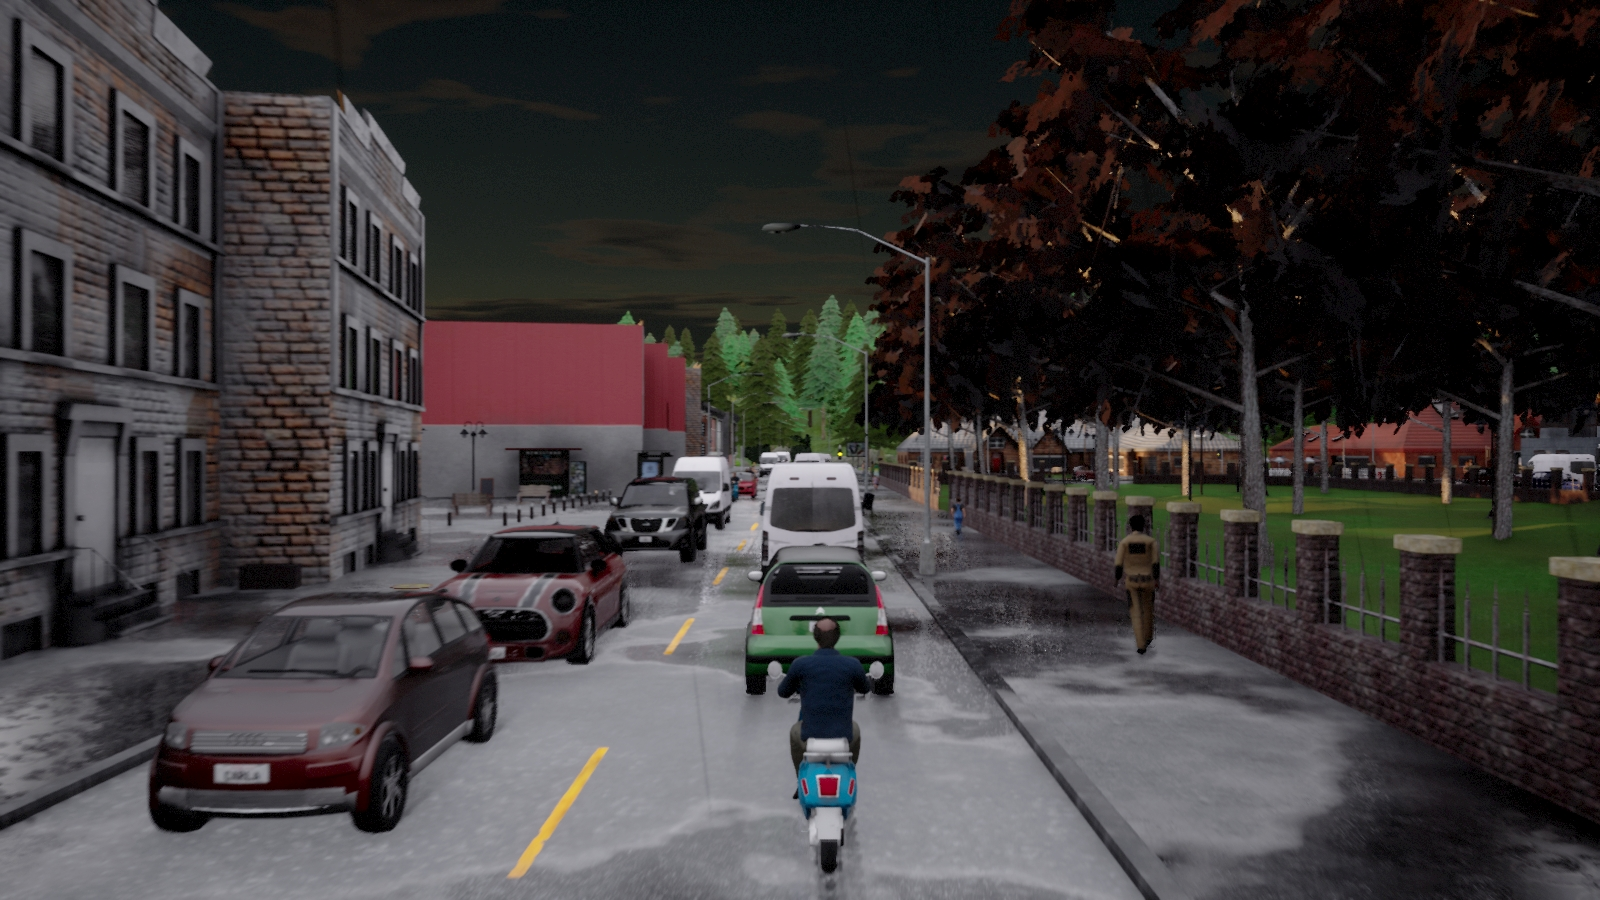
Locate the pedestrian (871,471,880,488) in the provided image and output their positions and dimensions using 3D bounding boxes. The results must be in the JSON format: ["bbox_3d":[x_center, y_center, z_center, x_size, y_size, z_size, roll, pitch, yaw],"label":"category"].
[{"bbox_3d":[4.964,1.920,75.150,0.500,1.100,0.500,0,0,-6],"label":"pedestrian"}]

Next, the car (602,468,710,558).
[{"bbox_3d":[-3.687,1.561,30.369,2.150,2.045,5.566,0,0,0],"label":"car"}]

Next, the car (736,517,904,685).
[{"bbox_3d":[0.223,1.783,14.593,1.851,1.617,3.988,0,0,0],"label":"car"}]

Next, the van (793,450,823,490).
[{"bbox_3d":[0.527,1.327,77.087,1.988,2.561,5.915,0,-1,0],"label":"van"}]

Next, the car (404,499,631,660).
[{"bbox_3d":[-3.809,1.688,16.317,2.097,1.767,4.553,0,0,0],"label":"car"}]

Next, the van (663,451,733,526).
[{"bbox_3d":[-3.670,1.322,42.108,1.988,2.561,5.915,0,0,0],"label":"van"}]

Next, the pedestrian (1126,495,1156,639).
[{"bbox_3d":[4.495,1.529,15.068,0.375,1.860,0.375,0,0,16],"label":"pedestrian"}]

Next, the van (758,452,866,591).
[{"bbox_3d":[0.242,1.319,24.048,1.988,2.561,5.915,0,0,0],"label":"van"}]

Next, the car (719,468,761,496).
[{"bbox_3d":[-3.520,1.851,67.966,2.231,1.480,4.892,0,1,0],"label":"car"}]

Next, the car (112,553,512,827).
[{"bbox_3d":[-3.806,1.809,9.669,1.789,1.549,3.705,0,0,0],"label":"car"}]

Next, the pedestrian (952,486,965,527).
[{"bbox_3d":[5.100,1.814,36.763,0.375,1.300,0.375,0,0,0],"label":"pedestrian"}]

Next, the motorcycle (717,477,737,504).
[{"bbox_3d":[-3.584,1.995,56.365,0.867,1.251,2.209,0,0,0],"label":"motorcycle"}]
